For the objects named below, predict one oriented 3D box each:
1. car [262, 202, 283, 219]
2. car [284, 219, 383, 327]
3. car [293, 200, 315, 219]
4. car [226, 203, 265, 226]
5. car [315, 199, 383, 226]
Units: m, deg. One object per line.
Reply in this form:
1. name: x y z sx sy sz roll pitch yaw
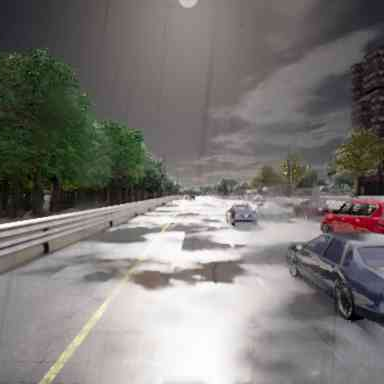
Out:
1. car: 7.105 1.651 30.988 1.812 1.442 4.674 0 0 0
2. car: 3.602 1.586 7.276 2.033 1.411 5.357 0 0 0
3. car: 10.604 1.474 29.610 2.097 1.767 4.553 0 0 0
4. car: 3.603 1.655 24.615 2.033 1.411 5.357 0 0 0
5. car: 7.101 1.287 13.223 2.150 2.045 5.566 0 0 0
